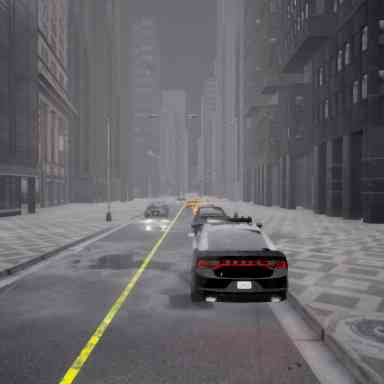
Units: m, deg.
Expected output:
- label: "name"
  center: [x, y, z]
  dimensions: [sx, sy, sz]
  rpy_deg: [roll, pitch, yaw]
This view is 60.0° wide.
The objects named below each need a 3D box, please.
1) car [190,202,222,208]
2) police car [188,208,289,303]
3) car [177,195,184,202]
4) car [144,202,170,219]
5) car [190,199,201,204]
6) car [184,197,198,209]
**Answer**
- label: "car"
  center: [0.962, 1.514, 18.302]
  dimensions: [1.837, 1.490, 4.892]
  rpy_deg: [0, 0, 0]
- label: "police car"
  center: [0.927, 1.426, 8.411]
  dimensions: [1.930, 1.638, 5.238]
  rpy_deg: [0, 0, 0]
- label: "car"
  center: [-2.709, 1.601, 82.995]
  dimensions: [1.882, 1.535, 5.008]
  rpy_deg: [0, 0, 0]
- label: "car"
  center: [-2.999, 1.588, 29.406]
  dimensions: [1.994, 1.385, 4.181]
  rpy_deg: [0, 0, 0]
- label: "car"
  center: [0.983, 1.495, 24.303]
  dimensions: [1.882, 1.535, 5.008]
  rpy_deg: [0, 0, 0]
- label: "car"
  center: [0.189, 1.530, 47.070]
  dimensions: [1.882, 1.535, 5.008]
  rpy_deg: [0, 0, 1]
